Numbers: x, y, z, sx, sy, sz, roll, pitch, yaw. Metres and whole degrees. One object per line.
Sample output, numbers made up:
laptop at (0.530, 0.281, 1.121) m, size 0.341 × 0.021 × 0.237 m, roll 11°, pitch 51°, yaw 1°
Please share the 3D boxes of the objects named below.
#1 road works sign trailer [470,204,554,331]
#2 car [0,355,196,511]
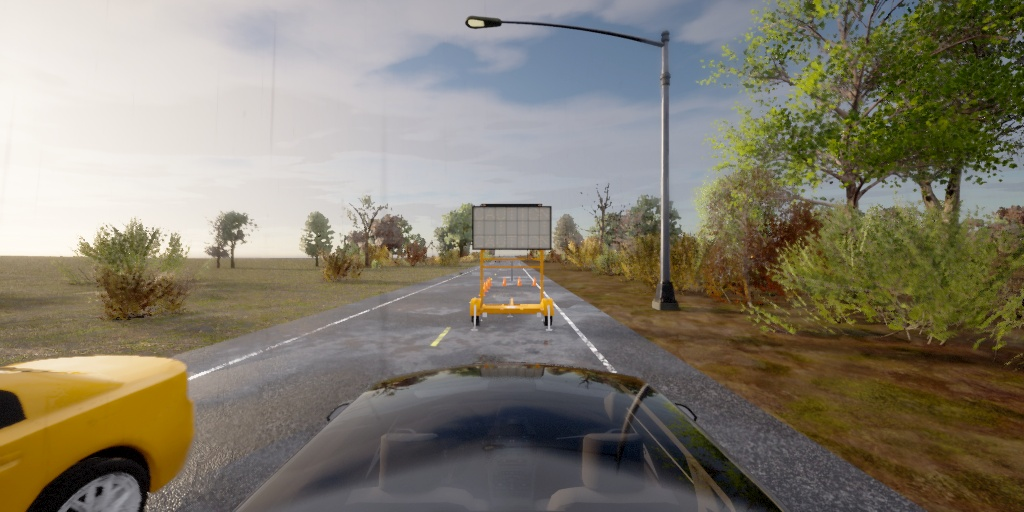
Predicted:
road works sign trailer at (-0.003, 0.214, 10.994) m, size 2.380 × 3.560 × 2.880 m, roll 0°, pitch 0°, yaw 0°
car at (-3.500, 1.227, 0.771) m, size 1.882 × 1.535 × 5.008 m, roll 0°, pitch 0°, yaw 0°
